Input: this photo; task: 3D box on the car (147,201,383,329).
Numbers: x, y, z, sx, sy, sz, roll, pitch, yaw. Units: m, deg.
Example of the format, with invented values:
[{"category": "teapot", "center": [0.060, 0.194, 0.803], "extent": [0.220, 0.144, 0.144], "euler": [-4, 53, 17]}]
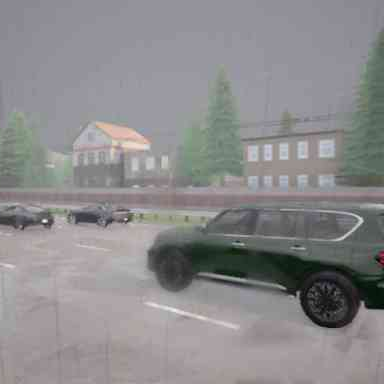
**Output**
[{"category": "car", "center": [1.574, 1.208, 7.168], "extent": [5.566, 2.045, 2.150], "euler": [0, 0, 35]}]

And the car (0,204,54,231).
[{"category": "car", "center": [-10.026, 1.428, 19.726], "extent": [4.674, 1.442, 1.812], "euler": [0, 0, 35]}]

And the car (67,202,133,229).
[{"category": "car", "center": [-5.902, 1.407, 21.101], "extent": [4.902, 1.511, 2.128], "euler": [0, 0, 36]}]
